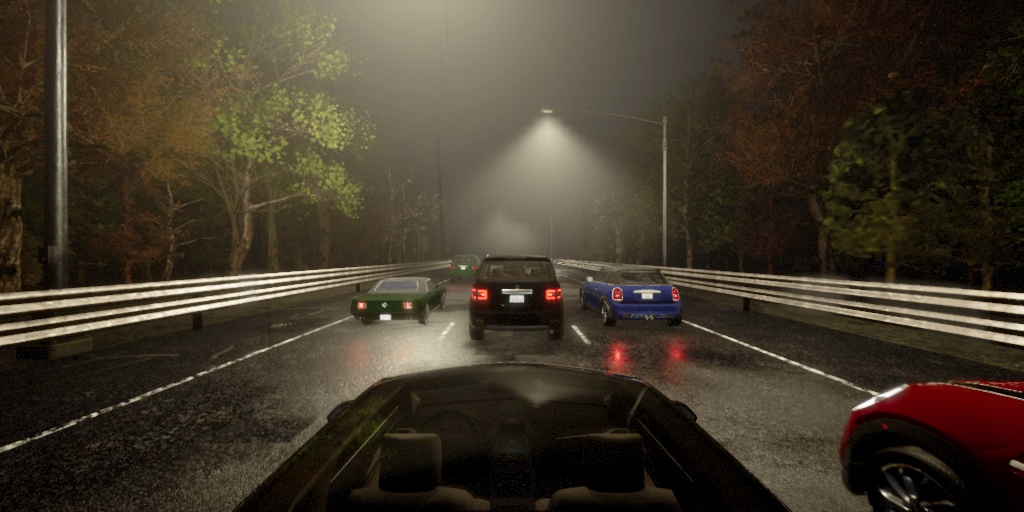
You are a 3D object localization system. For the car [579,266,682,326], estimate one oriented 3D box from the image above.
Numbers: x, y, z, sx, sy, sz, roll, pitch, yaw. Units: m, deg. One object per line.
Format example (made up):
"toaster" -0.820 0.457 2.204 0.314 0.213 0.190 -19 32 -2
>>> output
"car" 3.605 1.098 11.744 2.097 1.767 4.553 0 0 -1

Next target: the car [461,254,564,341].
"car" 0.103 0.969 10.046 2.150 2.045 5.566 0 0 0

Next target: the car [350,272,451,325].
"car" -3.395 1.347 11.763 1.895 1.301 4.718 0 0 -1

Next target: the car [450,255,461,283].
"car" -3.395 0.953 27.695 2.150 2.045 5.566 0 0 0

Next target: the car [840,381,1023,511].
"car" 3.594 1.105 0.859 2.097 1.767 4.553 0 0 0
